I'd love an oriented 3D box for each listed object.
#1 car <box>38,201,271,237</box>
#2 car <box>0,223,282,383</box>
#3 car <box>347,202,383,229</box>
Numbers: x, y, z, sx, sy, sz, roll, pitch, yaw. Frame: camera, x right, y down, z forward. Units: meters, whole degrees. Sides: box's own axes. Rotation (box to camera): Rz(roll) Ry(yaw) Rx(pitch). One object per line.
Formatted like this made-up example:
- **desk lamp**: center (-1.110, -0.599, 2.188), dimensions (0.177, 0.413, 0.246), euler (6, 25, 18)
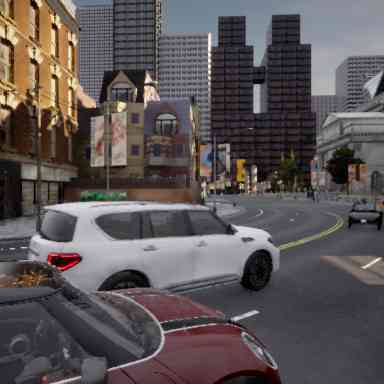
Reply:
- **car**: center (-0.522, 1.218, 7.195), dimensions (5.566, 2.045, 2.150), euler (0, 0, -38)
- **car**: center (-1.444, 1.351, 2.489), dimensions (4.553, 1.767, 2.097), euler (0, 0, -32)
- **car**: center (11.238, 1.482, 21.550), dimensions (2.128, 1.511, 4.902), euler (0, 0, 29)
